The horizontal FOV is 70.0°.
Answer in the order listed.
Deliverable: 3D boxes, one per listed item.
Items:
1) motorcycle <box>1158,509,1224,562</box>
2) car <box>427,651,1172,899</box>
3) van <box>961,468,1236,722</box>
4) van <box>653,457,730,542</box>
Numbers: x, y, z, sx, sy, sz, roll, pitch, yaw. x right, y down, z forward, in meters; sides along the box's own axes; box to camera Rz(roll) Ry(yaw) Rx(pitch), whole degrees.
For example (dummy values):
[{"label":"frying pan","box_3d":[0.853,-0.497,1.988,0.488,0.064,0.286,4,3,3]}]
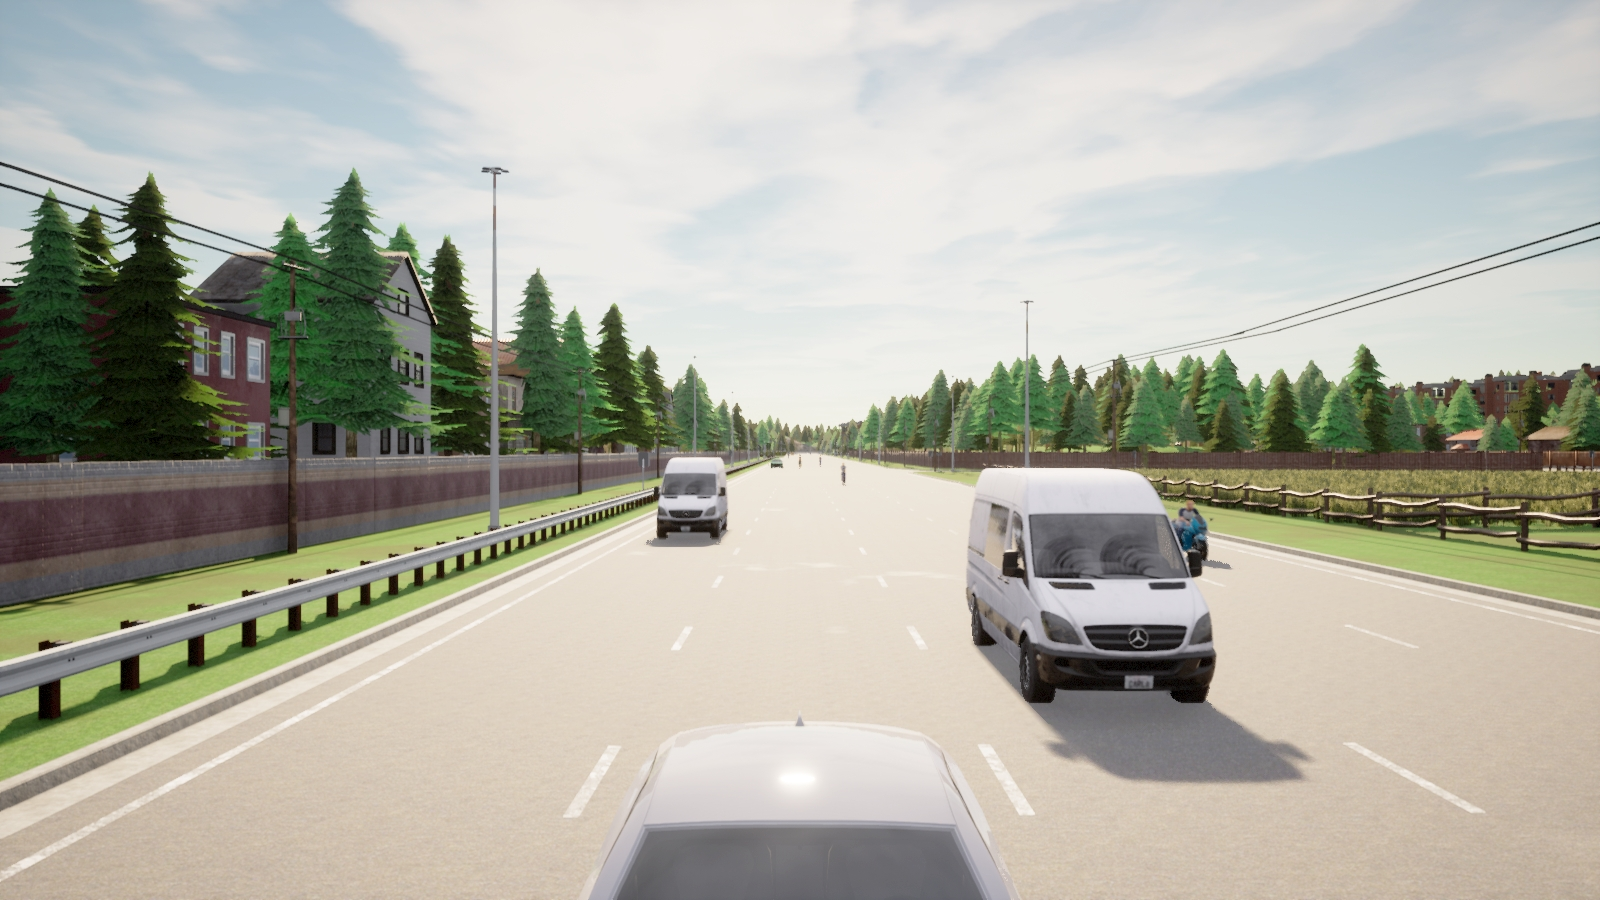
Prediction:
[{"label":"motorcycle","box_3d":[10.035,2.187,29.435,0.803,1.199,2.033,-1,0,-6]},{"label":"car","box_3d":[-0.001,2.034,4.696,2.097,1.535,5.006,0,0,0]},{"label":"van","box_3d":[3.494,1.536,14.730,1.988,2.561,5.915,0,0,0]},{"label":"van","box_3d":[-3.508,1.536,37.922,1.988,2.561,5.915,0,0,0]}]
